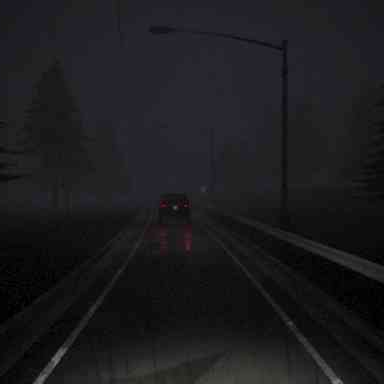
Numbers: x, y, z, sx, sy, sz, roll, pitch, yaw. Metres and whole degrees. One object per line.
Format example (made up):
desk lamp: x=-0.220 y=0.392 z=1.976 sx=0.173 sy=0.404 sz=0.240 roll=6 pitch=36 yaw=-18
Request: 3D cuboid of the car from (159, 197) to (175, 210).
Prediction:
car: x=-3.206 y=1.369 z=42.187 sx=1.812 sy=1.442 sz=4.674 roll=0 pitch=0 yaw=-7

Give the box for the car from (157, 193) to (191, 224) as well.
car: x=-1.314 y=1.128 z=23.960 sx=2.150 sy=2.045 sz=5.566 roll=0 pitch=0 yaw=-5
